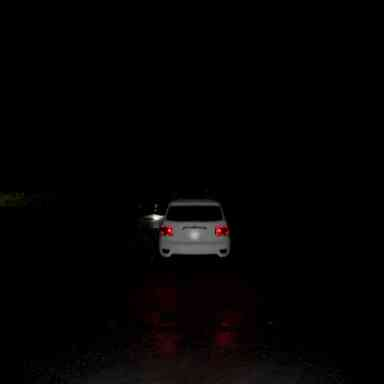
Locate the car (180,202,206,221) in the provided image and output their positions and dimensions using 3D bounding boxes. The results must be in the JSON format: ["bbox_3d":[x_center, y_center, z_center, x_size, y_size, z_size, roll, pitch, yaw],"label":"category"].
[{"bbox_3d":[0.082,1.623,28.324,1.994,1.385,4.181,0,0,0],"label":"car"}]

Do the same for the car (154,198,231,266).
[{"bbox_3d":[0.082,1.257,11.831,2.150,2.045,5.566,0,0,0],"label":"car"}]

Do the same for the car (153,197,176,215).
[{"bbox_3d":[-2.852,1.415,35.462,2.097,1.767,4.553,0,0,0],"label":"car"}]
